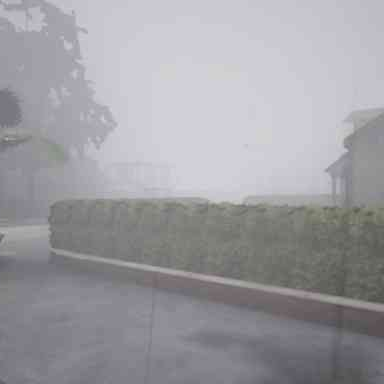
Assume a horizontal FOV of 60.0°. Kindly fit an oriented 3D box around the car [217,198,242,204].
[{"bbox_3d":[4.675,1.558,42.221,1.837,1.490,4.892,0,0,36],"label":"car"}]
